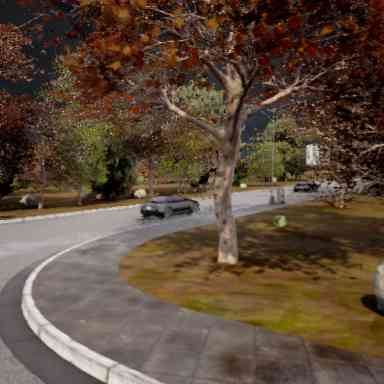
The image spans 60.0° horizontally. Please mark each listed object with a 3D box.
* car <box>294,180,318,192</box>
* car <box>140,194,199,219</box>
[{"bbox_3d":[14.378,-0.776,41.919,1.994,1.385,4.181,2,5,37],"label":"car"},{"bbox_3d":[-1.342,0.798,21.165,1.994,1.385,4.181,1,4,37],"label":"car"}]
